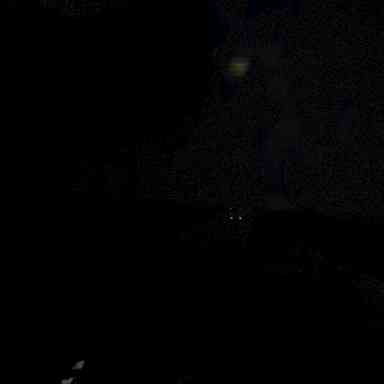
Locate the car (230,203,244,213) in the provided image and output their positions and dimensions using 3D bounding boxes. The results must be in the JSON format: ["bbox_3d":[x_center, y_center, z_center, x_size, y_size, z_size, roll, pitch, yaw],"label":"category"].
[{"bbox_3d":[7.481,2.675,55.198,1.837,1.490,4.892,1,-1,14],"label":"car"}]

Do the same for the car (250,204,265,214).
[{"bbox_3d":[10.301,2.725,53.338,1.837,1.490,4.892,1,-1,14],"label":"car"}]

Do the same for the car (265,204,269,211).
[{"bbox_3d":[15.418,3.293,71.820,2.033,1.411,5.357,1,-1,18],"label":"car"}]
